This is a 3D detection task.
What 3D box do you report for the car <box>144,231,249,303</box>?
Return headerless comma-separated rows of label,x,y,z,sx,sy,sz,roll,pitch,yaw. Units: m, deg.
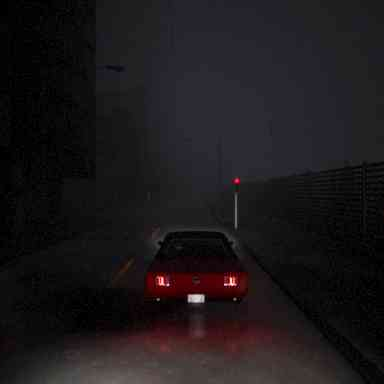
car,0.089,1.601,8.123,1.895,1.301,4.718,0,0,0
